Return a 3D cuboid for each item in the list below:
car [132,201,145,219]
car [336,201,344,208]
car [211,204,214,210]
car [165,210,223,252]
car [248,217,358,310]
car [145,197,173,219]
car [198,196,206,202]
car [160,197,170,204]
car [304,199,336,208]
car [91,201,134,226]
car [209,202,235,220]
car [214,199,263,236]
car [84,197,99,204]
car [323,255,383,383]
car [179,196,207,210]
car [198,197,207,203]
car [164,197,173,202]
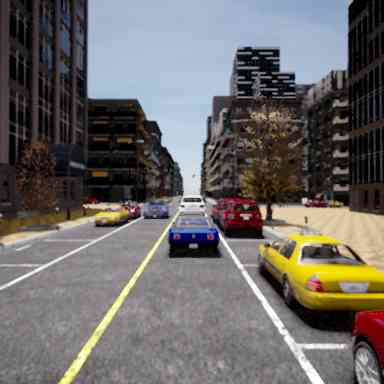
[{"bbox_3d":[-5.741,1.553,29.882,1.967,1.590,4.097,1,0,0],"label":"car"},{"bbox_3d":[26.129,2.238,63.024,4.829,1.417,1.752,1,-2,-1],"label":"car"},{"bbox_3d":[2.652,1.407,24.339,2.192,1.841,5.009,1,0,0],"label":"car"},{"bbox_3d":[0.064,1.654,14.148,1.895,1.301,4.718,0,0,0],"label":"car"},{"bbox_3d":[2.685,1.555,7.830,1.752,1.417,4.829,1,0,0],"label":"car"},{"bbox_3d":[-3.153,1.467,30.306,2.097,1.767,4.553,0,0,0],"label":"car"},{"bbox_3d":[2.526,1.765,84.458,1.967,1.590,4.097,1,0,0],"label":"car"},{"bbox_3d":[-5.832,1.806,73.237,1.752,1.417,4.829,1,0,0],"label":"car"},{"bbox_3d":[20.736,1.956,54.661,4.097,1.590,1.967,1,-2,-1],"label":"car"},{"bbox_3d":[-5.730,1.617,24.152,1.752,1.417,4.829,1,0,0],"label":"car"},{"bbox_3d":[2.638,1.658,29.898,1.887,1.381,4.507,1,0,0],"label":"car"},{"bbox_3d":[2.664,1.386,18.779,2.192,1.841,5.009,1,0,0],"label":"car"},{"bbox_3d":[-17.362,1.465,54.260,4.507,1.381,1.887,1,-2,-1],"label":"car"},{"bbox_3d":[2.696,1.553,2.101,1.887,1.381,4.507,1,0,0],"label":"car"},{"bbox_3d":[0.033,1.335,29.895,2.150,2.045,5.566,0,0,0],"label":"car"},{"bbox_3d":[2.536,1.847,78.934,1.887,1.381,4.507,1,0,0],"label":"car"},{"bbox_3d":[-5.856,1.869,84.454,1.887,1.381,4.507,1,0,0],"label":"car"}]
